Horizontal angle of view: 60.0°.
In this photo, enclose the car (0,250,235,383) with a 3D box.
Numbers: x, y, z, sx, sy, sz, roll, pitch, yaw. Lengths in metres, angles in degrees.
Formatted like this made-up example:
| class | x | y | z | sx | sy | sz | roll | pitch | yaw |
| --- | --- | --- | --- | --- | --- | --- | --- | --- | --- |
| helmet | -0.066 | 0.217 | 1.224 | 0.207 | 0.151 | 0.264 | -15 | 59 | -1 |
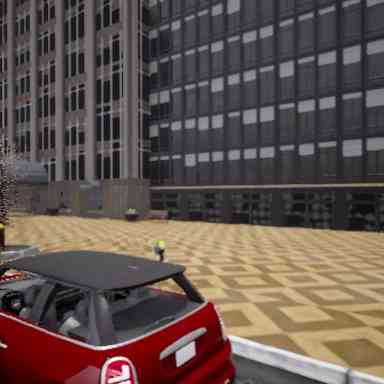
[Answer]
| class | x | y | z | sx | sy | sz | roll | pitch | yaw |
| --- | --- | --- | --- | --- | --- | --- | --- | --- | --- |
| car | -1.636 | 1.445 | 4.047 | 4.097 | 1.590 | 1.967 | 0 | 0 | 36 |
